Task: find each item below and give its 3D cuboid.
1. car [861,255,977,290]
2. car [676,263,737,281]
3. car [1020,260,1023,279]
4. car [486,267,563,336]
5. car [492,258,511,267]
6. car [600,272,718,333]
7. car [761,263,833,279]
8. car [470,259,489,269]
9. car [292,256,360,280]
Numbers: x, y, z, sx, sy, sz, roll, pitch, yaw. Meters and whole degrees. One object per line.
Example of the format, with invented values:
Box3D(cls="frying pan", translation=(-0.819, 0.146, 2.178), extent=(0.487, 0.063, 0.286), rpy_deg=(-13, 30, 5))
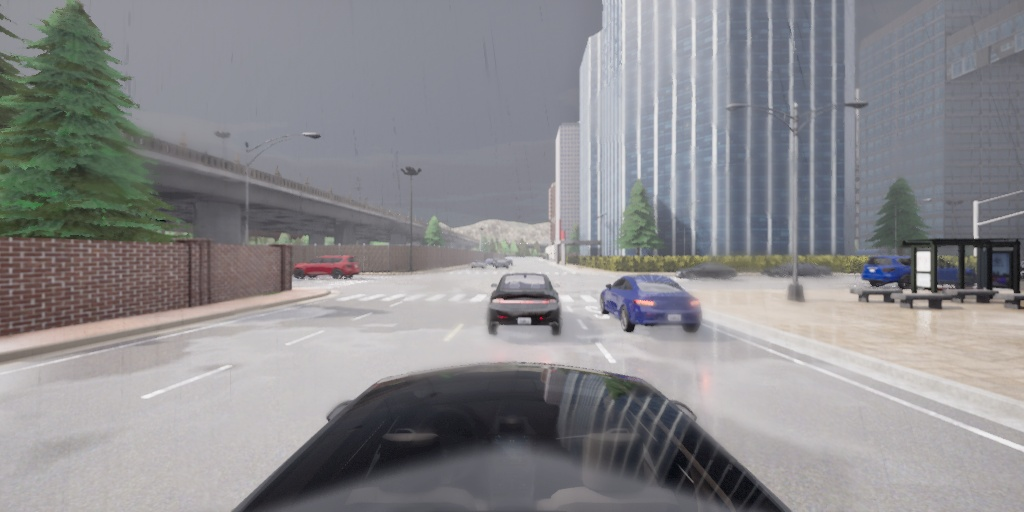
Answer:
Box3D(cls="car", translation=(25.254, 1.008, 22.334), extent=(5.566, 2.045, 2.150), rpy_deg=(0, 0, 3))
Box3D(cls="car", translation=(16.140, 1.307, 29.858), extent=(4.674, 1.442, 1.812), rpy_deg=(0, 0, 2))
Box3D(cls="car", translation=(42.113, 1.273, 28.718), extent=(4.902, 1.511, 2.128), rpy_deg=(0, 0, 3))
Box3D(cls="car", translation=(0.375, 1.234, 10.407), extent=(2.128, 1.511, 4.902), rpy_deg=(0, 0, 2))
Box3D(cls="car", translation=(-1.522, 1.233, 53.931), extent=(1.812, 1.442, 4.674), rpy_deg=(0, 0, 3))
Box3D(cls="car", translation=(3.886, 1.268, 10.637), extent=(1.812, 1.442, 4.674), rpy_deg=(0, 0, 3))
Box3D(cls="car", translation=(26.138, 1.325, 32.953), extent=(5.357, 1.411, 2.033), rpy_deg=(0, 0, 2))
Box3D(cls="car", translation=(-5.028, 1.309, 53.886), extent=(1.895, 1.301, 4.718), rpy_deg=(0, 0, 3))
Box3D(cls="car", translation=(-16.227, 1.005, 31.305), extent=(5.566, 2.045, 2.150), rpy_deg=(0, 0, 2))
